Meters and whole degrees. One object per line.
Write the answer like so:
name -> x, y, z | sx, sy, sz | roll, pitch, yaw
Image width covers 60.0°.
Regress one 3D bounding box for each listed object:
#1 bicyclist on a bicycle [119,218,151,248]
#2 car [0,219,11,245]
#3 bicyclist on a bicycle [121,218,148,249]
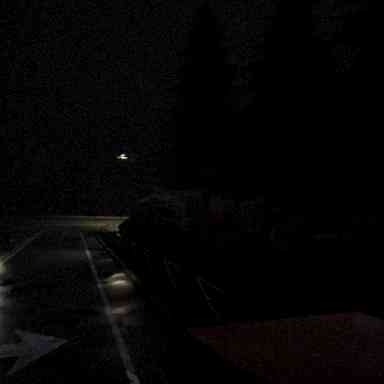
bicyclist on a bicycle -> -3.221, 2.316, 18.953 | 1.656, 1.620, 0.582 | 3, -4, -33
car -> -11.677, 2.295, 19.028 | 2.128, 1.511, 4.902 | 3, -3, -19
bicyclist on a bicycle -> -3.145, 2.275, 18.217 | 1.656, 1.620, 0.582 | 4, -4, -40
